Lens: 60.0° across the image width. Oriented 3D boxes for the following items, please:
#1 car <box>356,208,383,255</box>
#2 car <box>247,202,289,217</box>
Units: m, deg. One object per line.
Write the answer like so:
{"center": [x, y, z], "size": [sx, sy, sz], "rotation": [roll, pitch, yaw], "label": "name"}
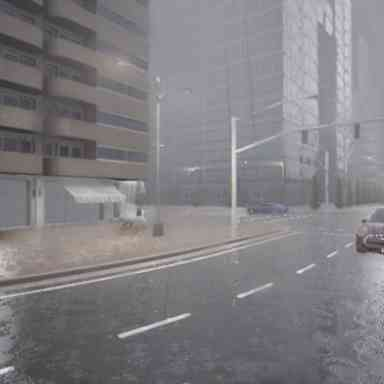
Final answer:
{"center": [8.015, 1.446, 13.217], "size": [2.097, 1.767, 4.553], "rotation": [0, 0, 37], "label": "car"}
{"center": [8.286, 1.870, 36.426], "size": [4.674, 1.442, 1.812], "rotation": [0, -1, 39], "label": "car"}
